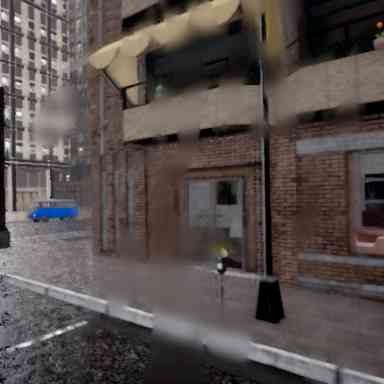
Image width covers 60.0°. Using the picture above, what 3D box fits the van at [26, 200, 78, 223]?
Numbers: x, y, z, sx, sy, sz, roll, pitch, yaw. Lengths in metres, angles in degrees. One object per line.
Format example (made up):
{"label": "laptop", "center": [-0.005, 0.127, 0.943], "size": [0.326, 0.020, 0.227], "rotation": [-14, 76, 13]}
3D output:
{"label": "van", "center": [-11.343, 1.541, 27.256], "size": [1.690, 1.788, 3.998], "rotation": [-2, -1, 36]}
